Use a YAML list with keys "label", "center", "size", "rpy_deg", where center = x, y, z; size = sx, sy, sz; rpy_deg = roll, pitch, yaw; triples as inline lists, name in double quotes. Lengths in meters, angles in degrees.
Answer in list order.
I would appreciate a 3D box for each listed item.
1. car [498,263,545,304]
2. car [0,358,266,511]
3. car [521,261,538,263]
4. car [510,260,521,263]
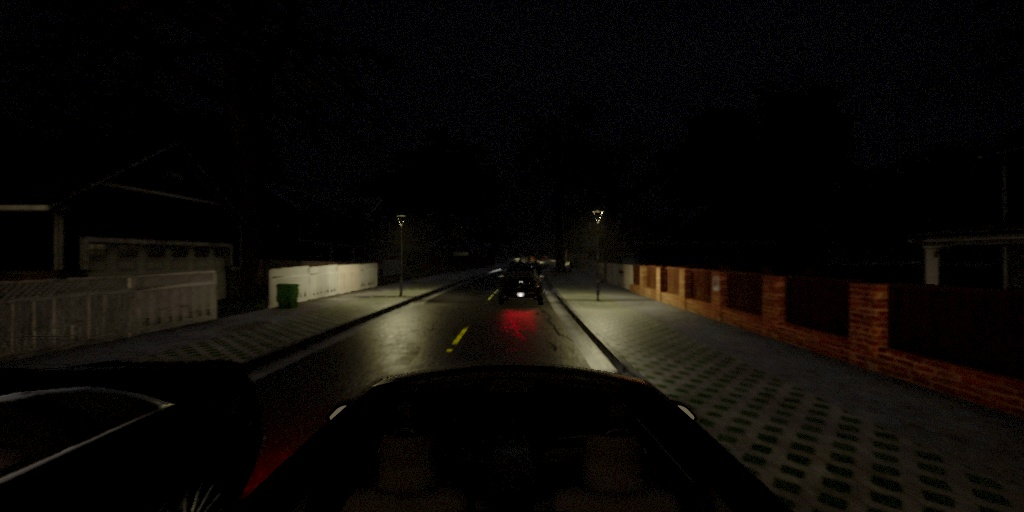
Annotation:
- label: "car"
  center: [0.433, 1.275, 16.614]
  size: [1.837, 1.490, 4.892]
  rpy_deg: [0, 0, 2]
- label: "car"
  center: [-2.815, 1.237, 0.714]
  size: [2.128, 1.511, 4.902]
  rpy_deg: [0, 0, 0]
- label: "car"
  center: [2.637, 1.329, 46.228]
  size: [1.994, 1.385, 4.181]
  rpy_deg: [0, 0, 6]
- label: "car"
  center: [0.633, 1.310, 54.089]
  size: [1.994, 1.385, 4.181]
  rpy_deg: [0, 0, 8]
